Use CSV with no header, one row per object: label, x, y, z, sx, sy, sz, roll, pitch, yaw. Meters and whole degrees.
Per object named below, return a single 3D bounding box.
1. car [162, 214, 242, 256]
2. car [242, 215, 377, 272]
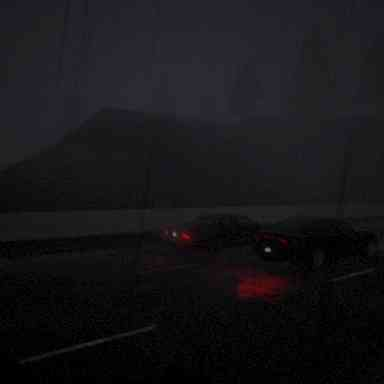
car,1.438,1.589,13.407,5.357,1.411,2.033,0,0,-35
car,4.230,1.523,11.095,5.008,1.535,1.882,0,0,-35
